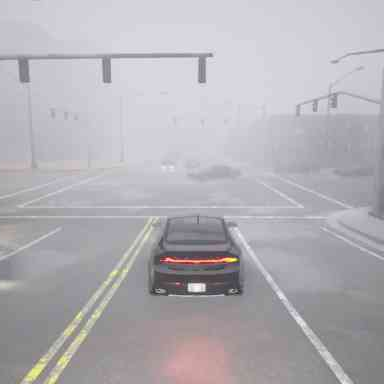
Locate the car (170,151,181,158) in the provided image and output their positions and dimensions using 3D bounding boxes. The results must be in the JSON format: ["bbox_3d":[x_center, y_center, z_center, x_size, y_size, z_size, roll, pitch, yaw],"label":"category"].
[{"bbox_3d":[-3.540,-6.653,60.814,2.097,1.767,4.553,0,9,0],"label":"car"}]

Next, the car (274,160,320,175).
[{"bbox_3d":[11.445,-2.727,36.317,4.892,1.490,1.837,0,9,0],"label":"car"}]

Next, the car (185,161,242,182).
[{"bbox_3d":[2.071,-1.811,30.659,5.357,1.411,2.033,-5,10,-31],"label":"car"}]

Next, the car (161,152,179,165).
[{"bbox_3d":[-3.574,-4.895,50.684,2.033,1.411,5.357,0,9,0],"label":"car"}]

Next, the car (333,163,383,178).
[{"bbox_3d":[16.890,-2.150,32.846,5.357,1.411,2.033,0,9,0],"label":"car"}]

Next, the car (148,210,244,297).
[{"bbox_3d":[0.075,1.200,8.020,1.837,1.490,4.892,0,4,0],"label":"car"}]

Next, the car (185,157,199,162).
[{"bbox_3d":[0.078,-4.027,45.153,1.994,1.385,4.181,-1,9,-2],"label":"car"}]

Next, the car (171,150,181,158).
[{"bbox_3d":[-3.468,-8.093,70.992,1.882,1.535,5.008,0,9,0],"label":"car"}]
